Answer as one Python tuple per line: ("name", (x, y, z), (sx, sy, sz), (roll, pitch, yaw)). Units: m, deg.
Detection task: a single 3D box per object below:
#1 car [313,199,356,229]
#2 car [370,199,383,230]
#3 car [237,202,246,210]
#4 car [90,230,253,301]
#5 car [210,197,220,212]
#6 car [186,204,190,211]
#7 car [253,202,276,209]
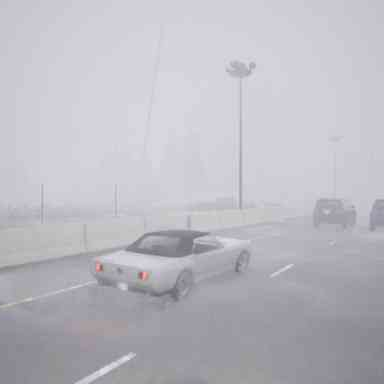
("car", (10.468, 1.498, 24.294), (2.150, 2.045, 5.566), (0, -1, 34))
("car", (13.377, 1.494, 22.341), (2.150, 2.045, 5.566), (0, -1, 34))
("car", (7.318, 2.090, 44.803), (2.033, 1.411, 5.357), (0, -1, 34))
("car", (-0.152, 1.640, 8.577), (1.895, 1.301, 4.718), (0, 0, 34))
("car", (4.338, 1.749, 46.646), (2.150, 2.045, 5.566), (0, -1, 34))
("car", (1.022, 2.044, 48.003), (1.837, 1.490, 4.892), (0, -1, 34))
("car", (10.010, 2.012, 42.541), (1.882, 1.535, 5.008), (0, -1, 34))
